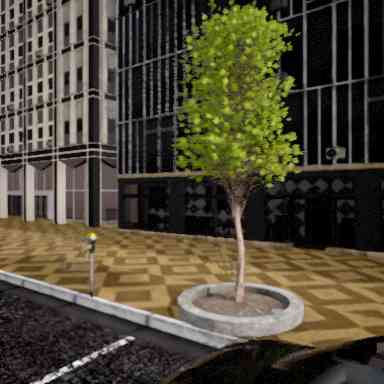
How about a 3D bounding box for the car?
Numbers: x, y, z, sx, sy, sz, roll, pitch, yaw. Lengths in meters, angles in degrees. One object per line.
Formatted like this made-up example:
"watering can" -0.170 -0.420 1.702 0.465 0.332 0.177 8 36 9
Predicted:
"car" 1.552 1.566 1.771 4.313 1.339 1.947 0 0 35
